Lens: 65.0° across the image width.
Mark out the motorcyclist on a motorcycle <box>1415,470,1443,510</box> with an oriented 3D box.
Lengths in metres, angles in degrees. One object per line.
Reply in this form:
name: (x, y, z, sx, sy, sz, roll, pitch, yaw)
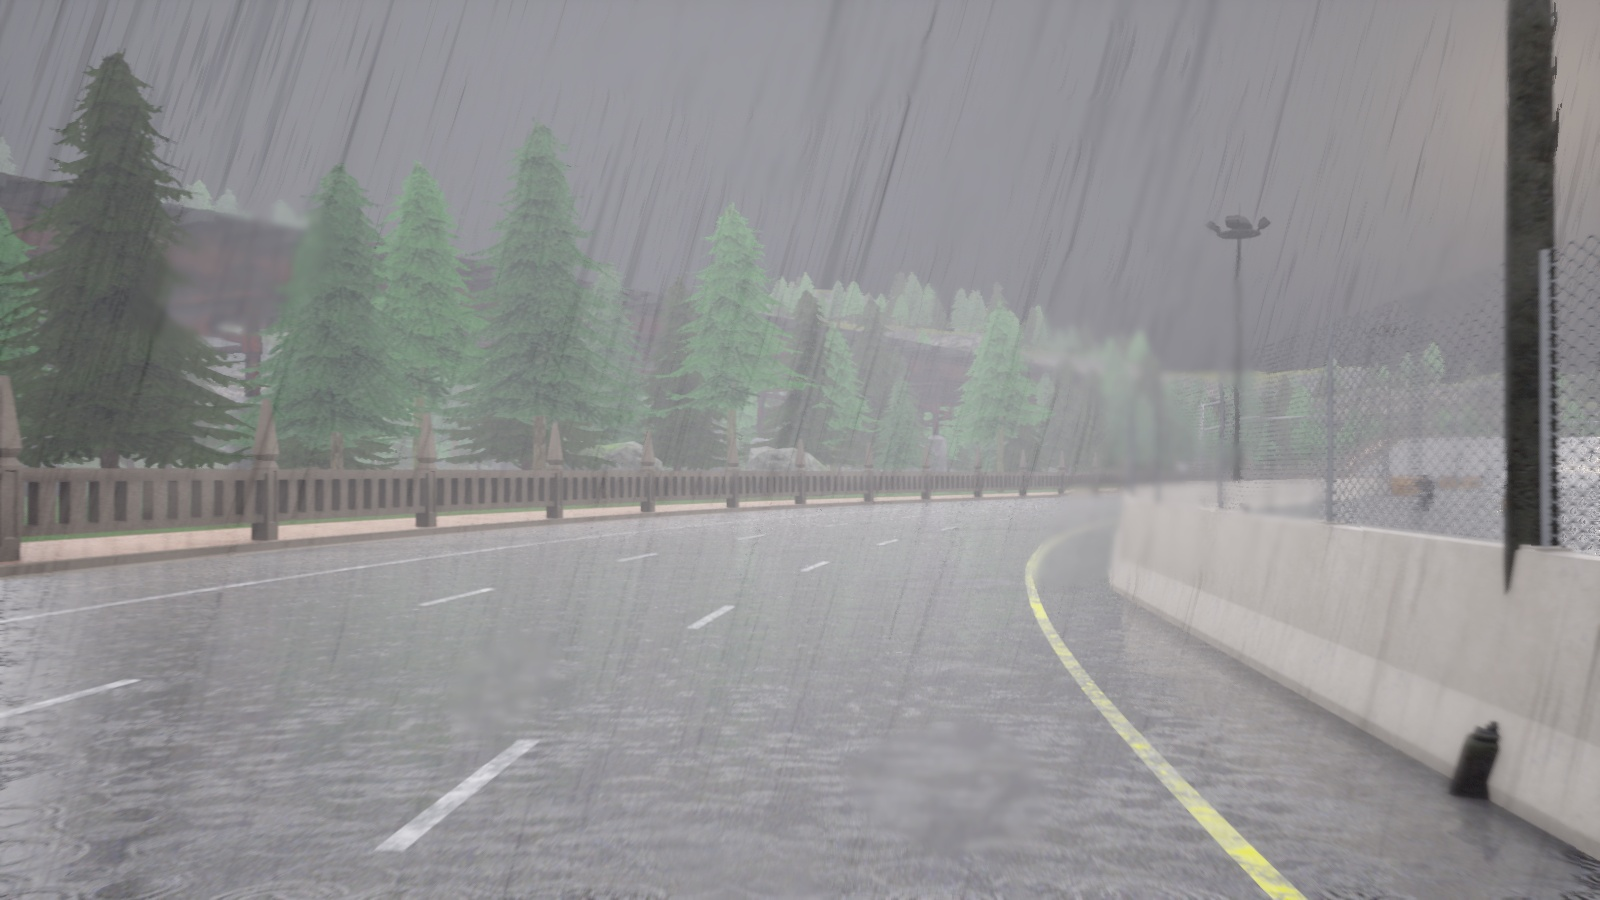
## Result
motorcyclist on a motorcycle: (24.588, 1.532, 49.077, 0.797, 1.523, 2.044, 0, -1, 32)
